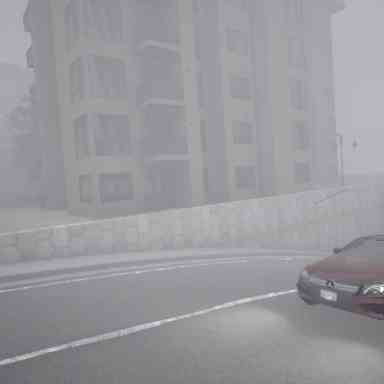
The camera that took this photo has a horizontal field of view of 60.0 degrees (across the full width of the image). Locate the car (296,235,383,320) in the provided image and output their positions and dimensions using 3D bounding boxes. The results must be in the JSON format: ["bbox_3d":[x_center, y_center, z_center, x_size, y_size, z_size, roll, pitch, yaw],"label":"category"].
[{"bbox_3d":[4.237,1.673,7.128,4.674,1.442,1.812,5,-3,-36],"label":"car"}]
